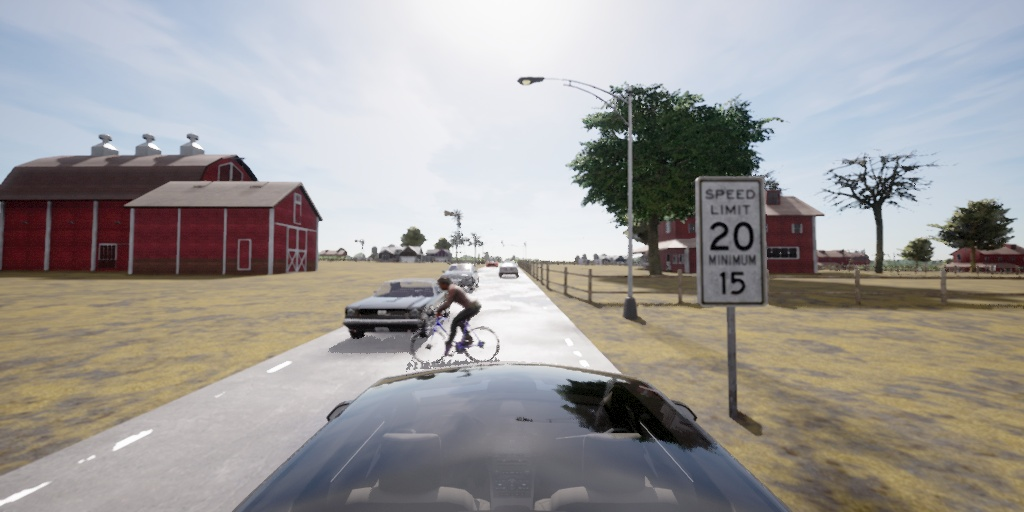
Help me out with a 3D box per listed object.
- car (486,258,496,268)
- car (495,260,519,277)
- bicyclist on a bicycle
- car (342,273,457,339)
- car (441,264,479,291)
[{"bbox_3d":[-3.516,1.205,64.031,2.097,1.767,4.553,0,0,0],"label":"car"},{"bbox_3d":[-0.280,1.274,34.715,2.033,1.411,5.357,0,0,0],"label":"car"},{"bbox_3d":[-1.063,1.196,6.627,1.656,1.620,0.582,-2,0,-1],"label":"bicyclist on a bicycle"},{"bbox_3d":[-2.931,1.337,10.217,1.895,1.301,4.718,0,0,-1],"label":"car"},{"bbox_3d":[-3.057,1.218,21.540,2.128,1.511,4.902,0,0,-1],"label":"car"}]
